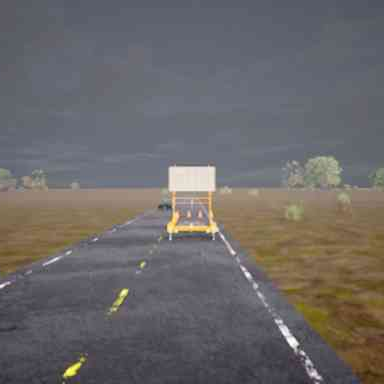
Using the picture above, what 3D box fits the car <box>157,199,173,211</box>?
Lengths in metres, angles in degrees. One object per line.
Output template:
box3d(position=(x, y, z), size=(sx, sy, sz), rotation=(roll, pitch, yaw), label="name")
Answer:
box3d(position=(-3.082, 1.513, 39.813), size=(1.895, 1.301, 4.718), rotation=(0, 0, 0), label="car")

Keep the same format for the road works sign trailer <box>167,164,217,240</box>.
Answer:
box3d(position=(0.004, 0.427, 16.616), size=(2.380, 3.560, 2.880), rotation=(0, 0, 0), label="road works sign trailer")
